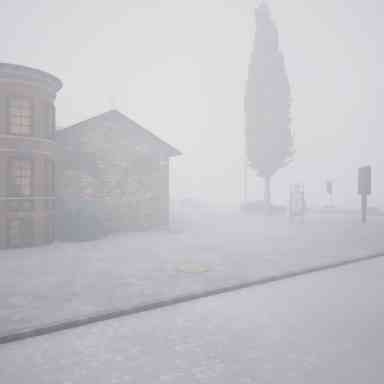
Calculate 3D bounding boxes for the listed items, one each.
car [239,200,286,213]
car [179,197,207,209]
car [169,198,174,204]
[{"bbox_3d":[7.437,1.547,35.842,2.033,1.411,5.357,0,0,-36],"label":"car"},{"bbox_3d":[0.125,1.491,46.089,2.128,1.511,4.902,0,0,-35],"label":"car"},{"bbox_3d":[-5.334,1.601,60.937,1.895,1.301,4.718,0,0,-35],"label":"car"}]
